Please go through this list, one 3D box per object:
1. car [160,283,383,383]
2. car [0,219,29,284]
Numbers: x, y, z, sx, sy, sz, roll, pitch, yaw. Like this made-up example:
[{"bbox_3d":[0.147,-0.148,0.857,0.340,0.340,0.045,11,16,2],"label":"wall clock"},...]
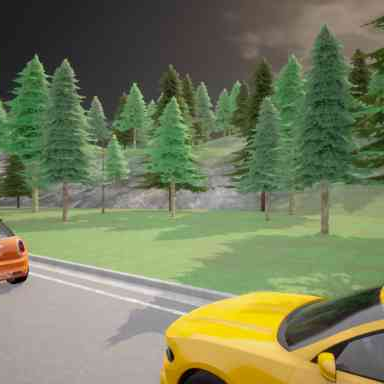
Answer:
[{"bbox_3d":[1.990,1.478,2.571,5.008,1.535,1.882,0,0,35],"label":"car"},{"bbox_3d":[-6.136,1.352,8.342,4.553,1.767,2.097,0,0,35],"label":"car"}]
